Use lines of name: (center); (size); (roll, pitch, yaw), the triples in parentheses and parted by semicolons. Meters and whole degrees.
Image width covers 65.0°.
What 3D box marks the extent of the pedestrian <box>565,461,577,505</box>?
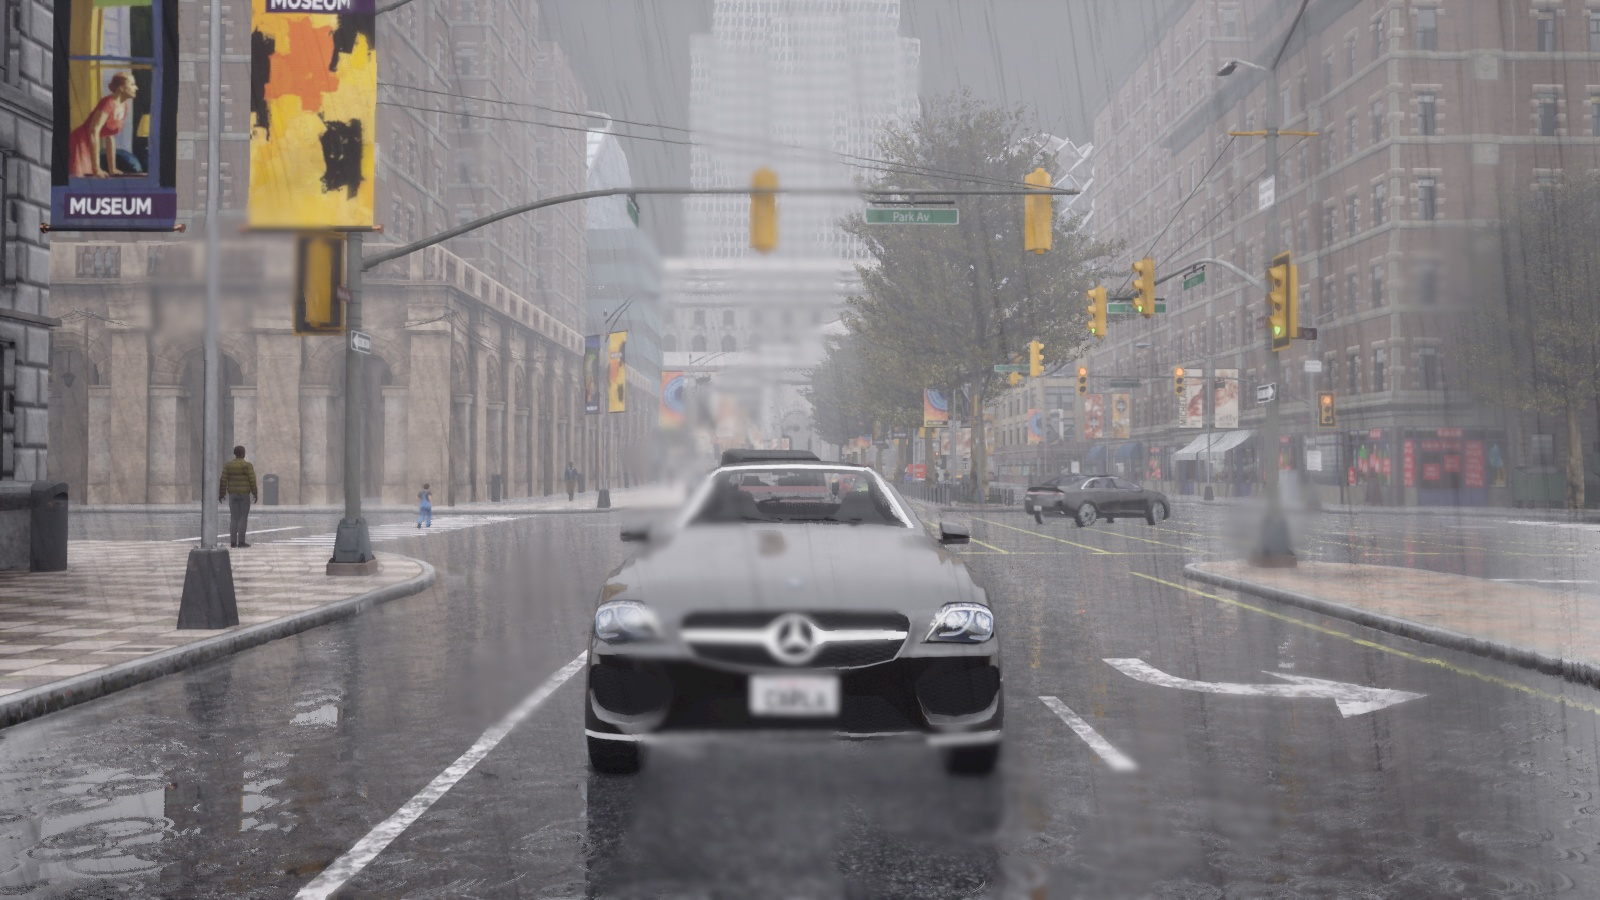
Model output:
pedestrian: (-10.153, 1.445, 55.683); (0.423, 1.949, 0.788); (0, -1, 0)

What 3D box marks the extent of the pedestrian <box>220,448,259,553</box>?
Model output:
pedestrian: (-9.985, 0.886, 22.381); (0.370, 1.835, 0.726); (0, -1, 1)

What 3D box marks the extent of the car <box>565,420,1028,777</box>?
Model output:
car: (-0.025, 0.733, 8.363); (2.152, 1.651, 5.027); (0, -1, 0)

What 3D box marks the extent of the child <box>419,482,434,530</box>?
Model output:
child: (-9.966, 1.491, 33.492); (0.270, 1.263, 0.437); (0, -1, 2)

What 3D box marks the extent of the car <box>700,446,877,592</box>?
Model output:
car: (-0.294, 0.918, 18.273); (1.905, 1.878, 3.866); (0, -1, -11)

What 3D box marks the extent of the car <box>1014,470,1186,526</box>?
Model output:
car: (8.816, 1.351, 36.765); (4.902, 1.511, 2.128); (0, -1, -33)
